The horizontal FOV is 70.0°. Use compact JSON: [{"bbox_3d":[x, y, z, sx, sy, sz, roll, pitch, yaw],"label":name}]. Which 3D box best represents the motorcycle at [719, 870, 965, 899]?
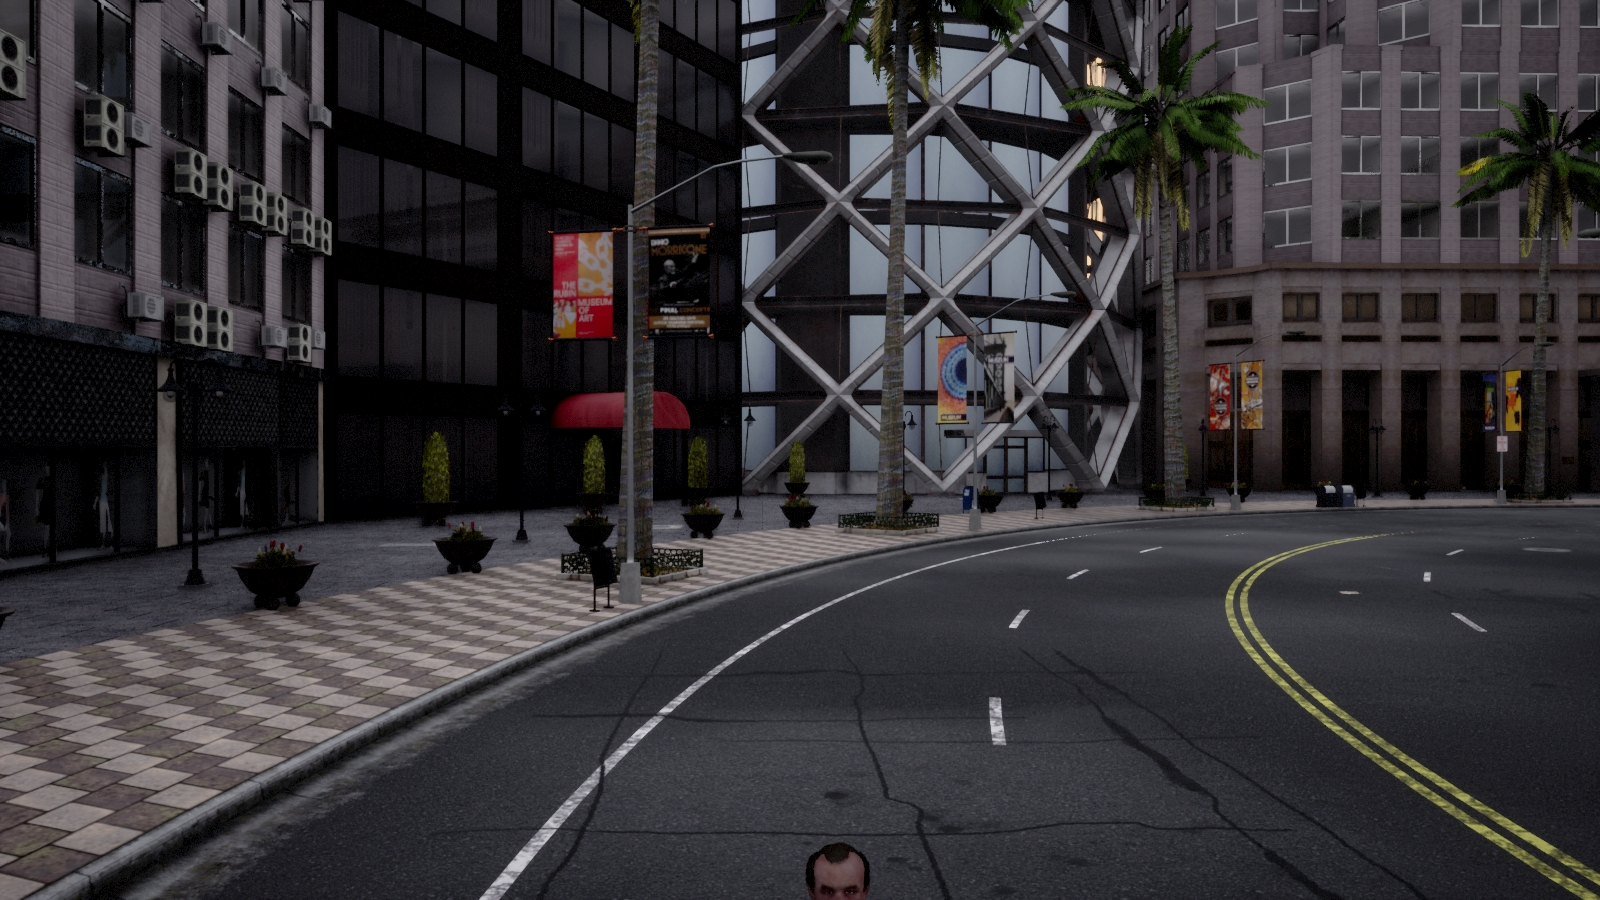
[{"bbox_3d":[0.124,2.182,3.338,0.856,1.236,1.805,0,0,2],"label":"motorcycle"}]
